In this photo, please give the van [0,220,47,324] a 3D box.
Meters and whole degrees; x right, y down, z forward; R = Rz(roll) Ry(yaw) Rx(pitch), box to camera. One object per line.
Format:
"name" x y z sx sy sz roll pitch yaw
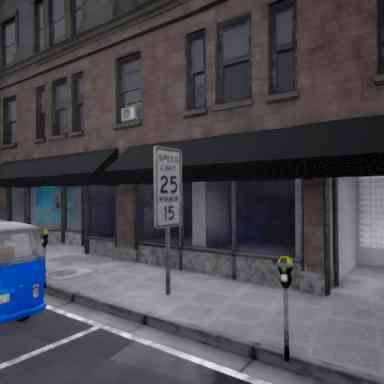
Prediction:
"van" -4.307 1.341 5.940 3.998 1.788 1.690 0 -1 36
